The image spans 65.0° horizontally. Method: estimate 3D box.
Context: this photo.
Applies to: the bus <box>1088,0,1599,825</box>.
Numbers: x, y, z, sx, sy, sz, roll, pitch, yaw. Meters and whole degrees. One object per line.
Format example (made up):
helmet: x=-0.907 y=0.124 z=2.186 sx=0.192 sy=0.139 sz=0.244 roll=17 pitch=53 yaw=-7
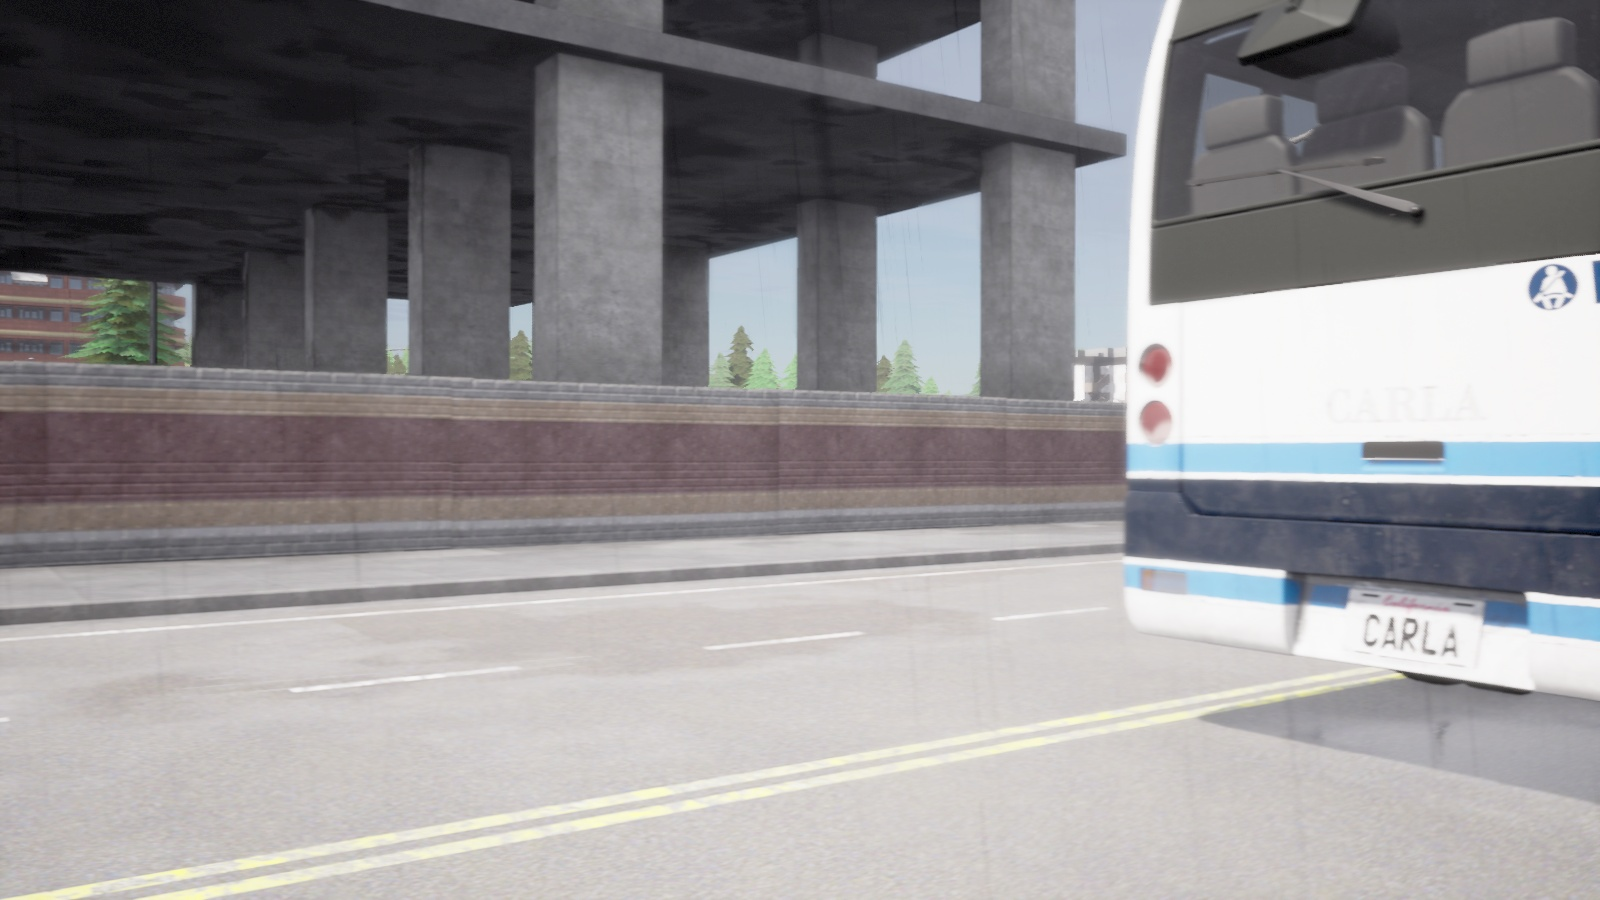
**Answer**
bus: x=7.008 y=-0.625 z=8.542 sx=10.273 sy=4.253 sz=3.944 roll=0 pitch=0 yaw=-35
